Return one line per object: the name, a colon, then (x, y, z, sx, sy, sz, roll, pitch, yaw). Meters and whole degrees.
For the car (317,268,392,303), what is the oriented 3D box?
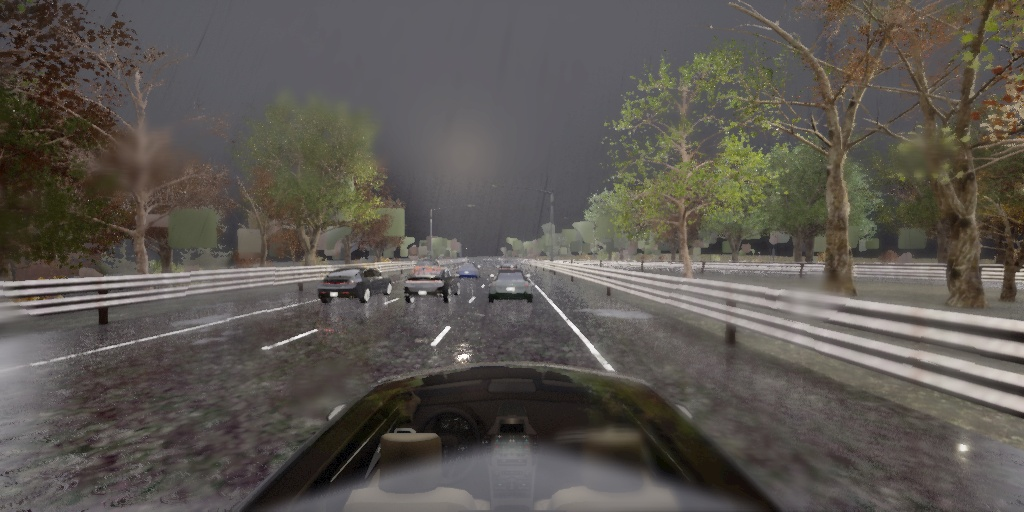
car: (-7.075, 1.269, 16.620, 1.837, 1.490, 4.892, 0, 0, -1)

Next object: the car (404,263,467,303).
car: (-3.576, 1.248, 16.655, 2.128, 1.511, 4.902, 0, 0, -1)

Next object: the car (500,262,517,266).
car: (-0.300, 1.257, 31.775, 2.128, 1.511, 4.902, 0, 0, -1)

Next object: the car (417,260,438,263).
car: (-7.298, 1.129, 31.607, 2.097, 1.767, 4.553, 0, 0, -1)

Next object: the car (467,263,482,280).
car: (-3.798, 1.335, 31.706, 1.994, 1.385, 4.181, 0, 0, -1)

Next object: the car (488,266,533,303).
car: (-0.075, 1.325, 16.690, 1.994, 1.385, 4.181, 0, 0, -1)
